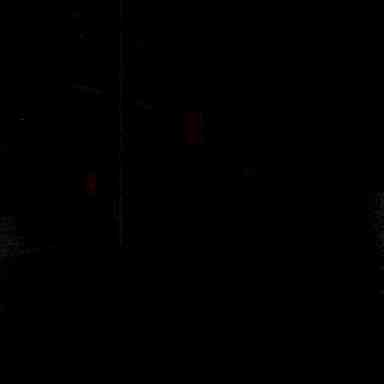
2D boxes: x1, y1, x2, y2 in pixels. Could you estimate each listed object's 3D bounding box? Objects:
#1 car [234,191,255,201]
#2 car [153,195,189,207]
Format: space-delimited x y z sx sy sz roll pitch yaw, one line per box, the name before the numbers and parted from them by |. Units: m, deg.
car | 8.447 0.613 53.804 2.128 1.511 4.902 0 1 35
car | -2.377 0.995 38.535 1.895 1.301 4.718 0 1 35
